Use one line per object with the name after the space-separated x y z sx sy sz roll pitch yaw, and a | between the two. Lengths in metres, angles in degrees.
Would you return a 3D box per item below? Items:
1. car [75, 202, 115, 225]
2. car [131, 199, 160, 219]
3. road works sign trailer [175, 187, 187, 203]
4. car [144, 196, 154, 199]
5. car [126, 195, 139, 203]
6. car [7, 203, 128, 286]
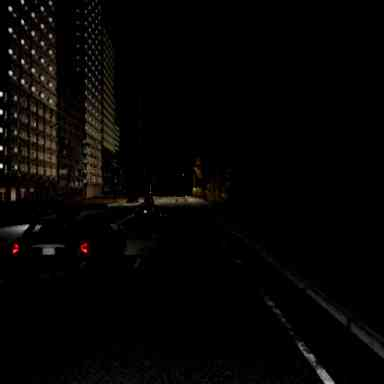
-7.207 1.567 25.130 1.812 1.442 4.674 0 0 -2 | car
-3.913 1.601 29.432 1.994 1.385 4.181 0 0 -2 | car
-2.342 0.532 71.603 2.380 3.560 2.880 0 0 -2 | road works sign trailer
-8.670 1.548 66.912 1.882 1.535 5.008 0 0 -2 | car
-11.915 1.434 66.747 2.097 1.767 4.553 0 0 -2 | car
-3.286 1.368 9.667 2.097 1.767 4.553 0 0 -1 | car
